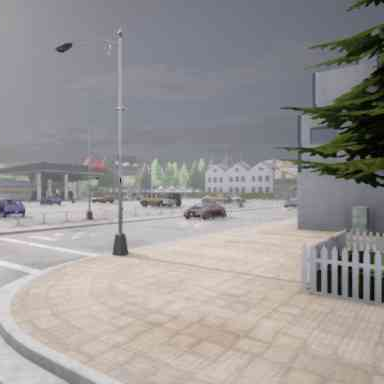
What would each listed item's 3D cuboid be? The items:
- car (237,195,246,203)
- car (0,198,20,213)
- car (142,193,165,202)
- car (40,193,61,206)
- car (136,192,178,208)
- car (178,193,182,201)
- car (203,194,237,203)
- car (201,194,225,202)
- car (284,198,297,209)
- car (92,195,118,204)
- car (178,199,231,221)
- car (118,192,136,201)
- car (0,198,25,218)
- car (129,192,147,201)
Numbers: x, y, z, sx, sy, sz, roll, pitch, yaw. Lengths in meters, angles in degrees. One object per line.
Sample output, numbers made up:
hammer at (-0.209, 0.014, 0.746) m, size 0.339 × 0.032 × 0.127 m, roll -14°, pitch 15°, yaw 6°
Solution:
car at (7.872, 1.203, 61.081) m, size 3.806 × 1.475 × 1.970 m, roll 0°, pitch 0°, yaw 36°
car at (-19.837, 1.347, 34.593) m, size 3.806 × 1.475 × 1.970 m, roll 0°, pitch 0°, yaw 36°
car at (-7.852, 1.050, 68.467) m, size 4.605 × 1.855 × 1.932 m, roll 0°, pitch 0°, yaw 36°
car at (-21.669, 1.271, 50.757) m, size 3.633 × 1.501 × 1.845 m, roll 0°, pitch 0°, yaw 36°
car at (-4.545, 1.068, 42.763) m, size 4.605 × 1.855 × 1.932 m, roll 0°, pitch 0°, yaw 36°
car at (-3.169, 1.047, 45.355) m, size 3.866 × 1.878 × 1.905 m, roll 0°, pitch 0°, yaw 36°
car at (4.358, 1.124, 55.701) m, size 5.027 × 1.636 × 2.152 m, roll 0°, pitch 0°, yaw 36°
car at (4.327, 1.261, 68.190) m, size 4.514 × 1.523 × 2.007 m, roll 0°, pitch 0°, yaw 36°
car at (14.097, 1.495, 45.067) m, size 1.812 × 1.442 × 4.674 m, roll 0°, pitch 0°, yaw 37°
car at (-15.756, 1.250, 58.813) m, size 4.514 × 1.523 × 2.007 m, roll 0°, pitch 0°, yaw 36°
car at (1.126, 1.533, 27.357) m, size 1.994 × 1.385 × 4.181 m, roll 0°, pitch 0°, yaw 36°
car at (-14.731, 1.305, 73.425) m, size 3.806 × 1.475 × 1.970 m, roll 0°, pitch 0°, yaw 36°
car at (-15.590, 1.344, 27.817) m, size 3.633 × 1.501 × 1.845 m, roll 0°, pitch 0°, yaw 36°
car at (-12.280, 1.021, 75.753) m, size 3.866 × 1.878 × 1.905 m, roll 0°, pitch 0°, yaw 36°
